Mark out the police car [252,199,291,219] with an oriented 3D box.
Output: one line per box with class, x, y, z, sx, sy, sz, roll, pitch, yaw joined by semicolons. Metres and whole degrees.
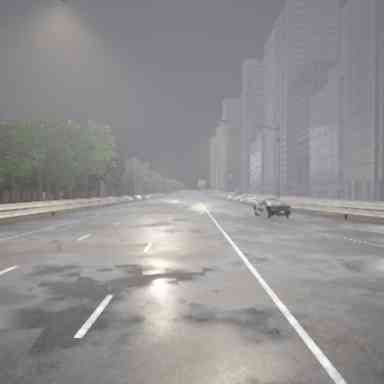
police car;6.773;1.387;28.984;1.930;1.638;5.238;0;0;-9
